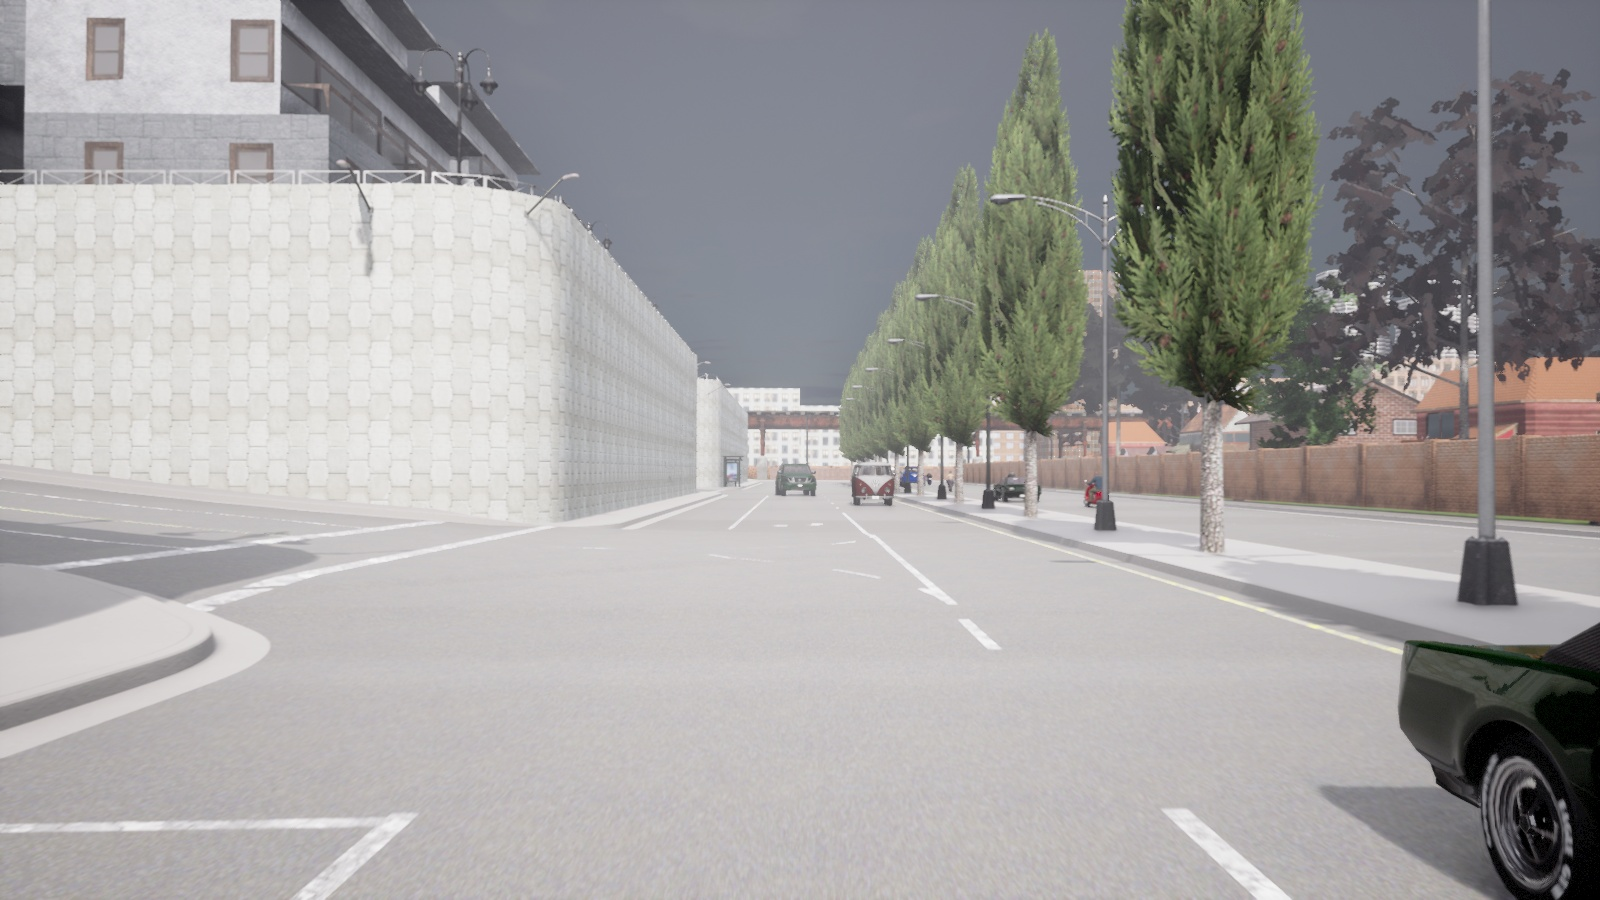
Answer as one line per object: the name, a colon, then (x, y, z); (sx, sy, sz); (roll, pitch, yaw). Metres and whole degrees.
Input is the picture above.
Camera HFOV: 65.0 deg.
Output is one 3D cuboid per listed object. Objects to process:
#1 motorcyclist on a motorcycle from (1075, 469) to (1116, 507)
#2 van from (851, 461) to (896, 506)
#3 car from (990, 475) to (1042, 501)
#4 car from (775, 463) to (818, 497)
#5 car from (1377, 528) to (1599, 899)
motorcyclist on a motorcycle: (12.777, 1.628, 54.391); (0.866, 1.590, 1.817); (0, -1, -20)
van: (3.337, 1.517, 57.550); (1.775, 1.987, 4.442); (0, -1, 0)
car: (11.315, 1.974, 65.938); (1.895, 1.301, 4.718); (0, -1, 0)
car: (-0.265, 1.856, 78.973); (2.150, 2.045, 5.566); (0, -1, -6)
car: (3.490, 0.954, 3.148); (1.895, 1.301, 4.718); (0, -1, 0)
